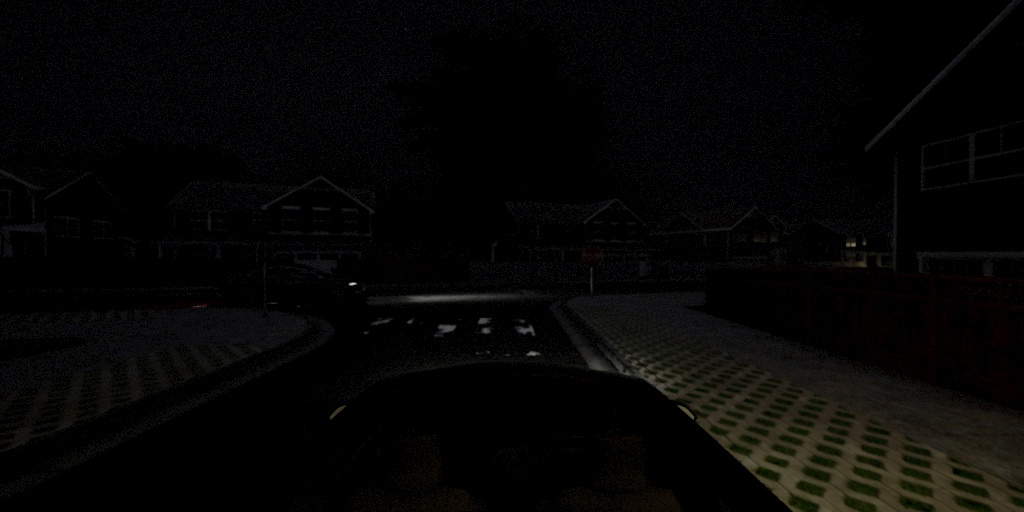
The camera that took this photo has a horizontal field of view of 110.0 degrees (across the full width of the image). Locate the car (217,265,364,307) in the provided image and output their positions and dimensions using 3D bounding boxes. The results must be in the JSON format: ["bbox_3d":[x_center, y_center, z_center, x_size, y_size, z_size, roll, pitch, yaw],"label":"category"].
[{"bbox_3d":[-8.531,1.085,14.213,4.902,1.511,2.128,1,0,-20],"label":"car"}]

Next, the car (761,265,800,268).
[{"bbox_3d":[18.312,1.348,24.031,4.892,1.490,1.837,1,0,-20],"label":"car"}]
